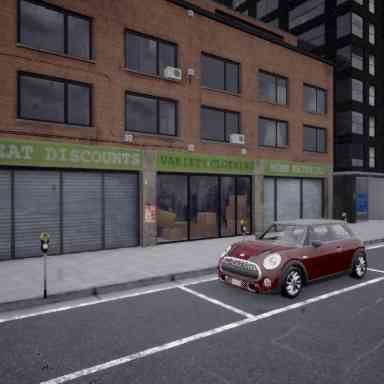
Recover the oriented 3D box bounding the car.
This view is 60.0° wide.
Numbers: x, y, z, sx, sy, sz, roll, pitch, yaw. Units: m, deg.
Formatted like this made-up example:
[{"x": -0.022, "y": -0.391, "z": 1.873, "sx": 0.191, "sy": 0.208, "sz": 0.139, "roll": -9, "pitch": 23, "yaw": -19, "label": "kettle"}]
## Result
[{"x": 2.584, "y": 1.440, "z": 8.400, "sx": 4.097, "sy": 1.590, "sz": 1.967, "roll": 0, "pitch": 0, "yaw": -36, "label": "car"}]
